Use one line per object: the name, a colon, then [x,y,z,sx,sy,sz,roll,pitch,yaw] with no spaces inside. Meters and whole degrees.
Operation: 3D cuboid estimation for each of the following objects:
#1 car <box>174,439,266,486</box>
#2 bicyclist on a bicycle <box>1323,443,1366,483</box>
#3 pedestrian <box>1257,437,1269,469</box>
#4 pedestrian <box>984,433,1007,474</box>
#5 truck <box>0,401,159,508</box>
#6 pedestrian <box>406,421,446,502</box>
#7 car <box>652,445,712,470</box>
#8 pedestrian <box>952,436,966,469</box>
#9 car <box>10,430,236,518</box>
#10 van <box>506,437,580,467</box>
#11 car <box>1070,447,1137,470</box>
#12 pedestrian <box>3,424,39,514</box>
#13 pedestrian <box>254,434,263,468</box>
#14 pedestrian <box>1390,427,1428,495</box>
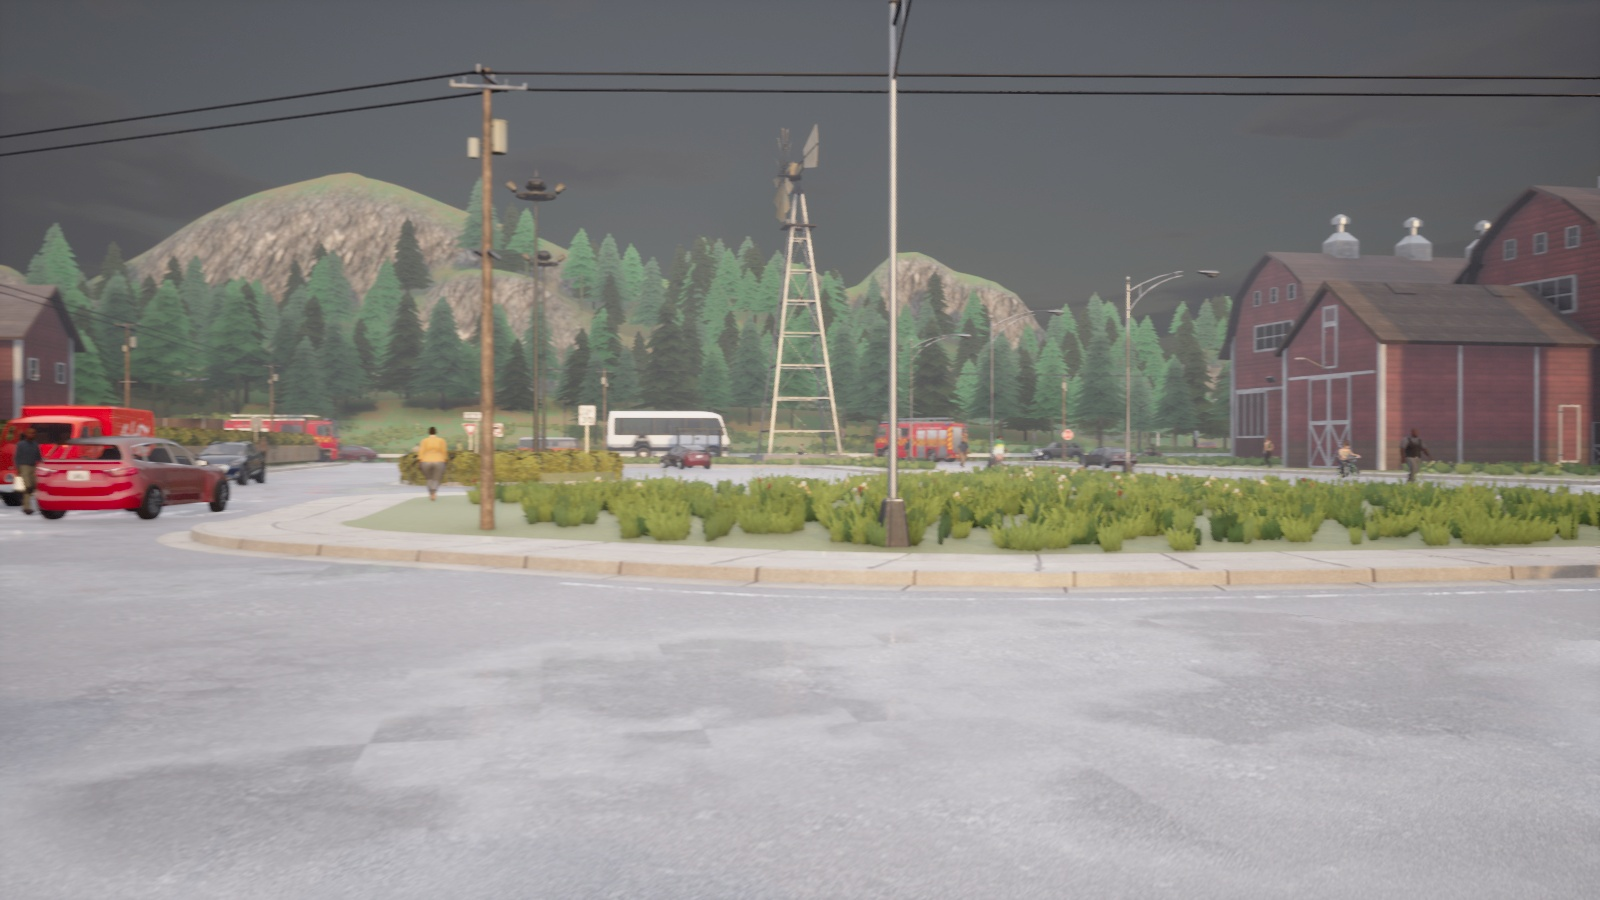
car: [-21.412,0.441,46.562,2.033,1.649,4.856,0,0,-11]
bicyclist on a bicycle: [22.043,0.522,50.853,0.866,1.612,1.509,0,0,-12]
pedestrian: [26.724,0.158,72.453,0.345,1.836,0.594,0,0,-24]
pedestrian: [9.468,0.171,60.859,0.659,1.952,0.873,0,0,-34]
truck: [-18.422,0.091,31.744,2.627,2.467,5.204,0,0,-11]
pedestrian: [-8.727,0.263,29.353,0.874,1.855,0.900,0,0,-15]
car: [-7.302,0.414,77.394,2.163,1.488,4.792,0,0,-26]
pedestrian: [8.906,0.132,70.395,0.540,1.848,0.694,0,0,-15]
car: [-13.988,0.453,26.341,2.242,1.667,4.611,0,0,0]
van: [-16.850,0.123,82.394,4.442,1.987,1.775,0,0,2]
car: [19.313,0.506,80.211,2.033,1.411,5.357,0,0,-12]
pedestrian: [-16.162,0.391,26.057,0.726,1.835,0.370,0,0,35]
pedestrian: [-30.114,0.052,69.838,0.331,1.846,0.634,0,0,-10]
pedestrian: [17.010,0.294,35.077,0.563,1.883,0.849,0,0,-12]
